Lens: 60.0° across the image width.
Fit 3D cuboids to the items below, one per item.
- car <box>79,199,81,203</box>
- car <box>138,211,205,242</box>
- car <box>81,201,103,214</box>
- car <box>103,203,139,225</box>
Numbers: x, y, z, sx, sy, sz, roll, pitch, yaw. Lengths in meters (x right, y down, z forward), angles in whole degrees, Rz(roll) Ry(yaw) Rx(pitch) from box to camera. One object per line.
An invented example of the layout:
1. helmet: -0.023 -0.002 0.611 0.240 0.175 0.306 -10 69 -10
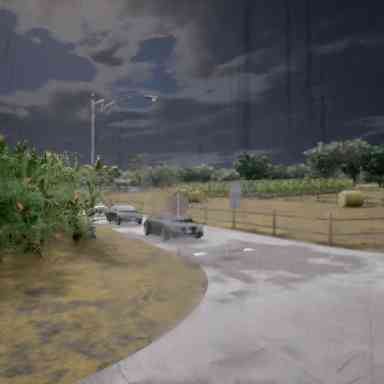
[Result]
1. car: -17.057 1.758 48.804 2.033 1.411 5.357 0 0 -27
2. car: -1.039 1.685 17.380 1.994 1.385 4.181 0 0 -27
3. car: -10.128 1.693 35.116 1.812 1.442 4.674 0 0 -27
4. car: -5.211 1.678 25.512 1.812 1.442 4.674 0 0 -27
